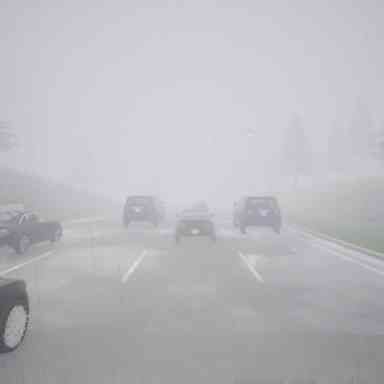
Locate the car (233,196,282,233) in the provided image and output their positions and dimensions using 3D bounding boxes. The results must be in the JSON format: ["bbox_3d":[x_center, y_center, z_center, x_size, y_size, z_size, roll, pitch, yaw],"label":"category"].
[{"bbox_3d":[3.733,1.218,19.692,2.150,2.045,5.566,0,0,1],"label":"car"}]

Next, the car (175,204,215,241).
[{"bbox_3d":[0.159,1.523,16.517,1.812,1.442,4.674,0,0,1],"label":"car"}]

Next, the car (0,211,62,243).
[{"bbox_3d":[-6.868,1.490,13.297,2.128,1.511,4.902,0,0,1],"label":"car"}]

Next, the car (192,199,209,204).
[{"bbox_3d":[1.007,1.520,38.385,1.812,1.442,4.674,0,0,3],"label":"car"}]

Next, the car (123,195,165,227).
[{"bbox_3d":[-3.185,1.218,22.743,2.150,2.045,5.566,0,0,2],"label":"car"}]

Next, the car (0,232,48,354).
[{"bbox_3d":[-3.399,1.477,3.081,1.882,1.535,5.008,0,0,0],"label":"car"}]
